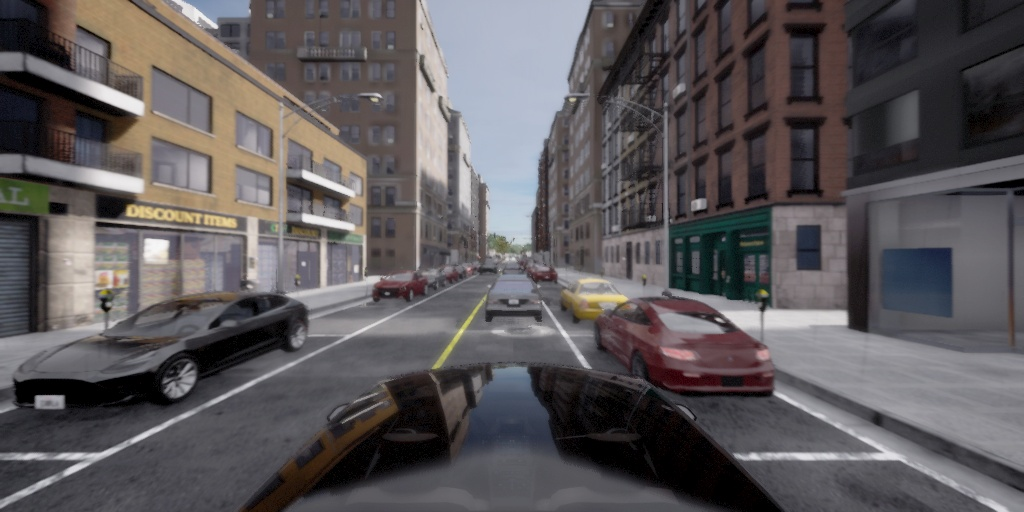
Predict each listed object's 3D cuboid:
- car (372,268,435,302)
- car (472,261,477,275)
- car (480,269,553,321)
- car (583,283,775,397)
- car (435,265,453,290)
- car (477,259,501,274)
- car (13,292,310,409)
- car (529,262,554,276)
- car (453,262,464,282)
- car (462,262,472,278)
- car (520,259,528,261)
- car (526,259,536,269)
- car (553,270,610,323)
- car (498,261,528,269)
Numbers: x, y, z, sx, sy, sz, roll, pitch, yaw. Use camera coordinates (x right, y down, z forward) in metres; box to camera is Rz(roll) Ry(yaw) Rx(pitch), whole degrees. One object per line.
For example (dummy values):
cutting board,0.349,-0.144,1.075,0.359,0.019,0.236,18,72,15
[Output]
car,-5.388,1.397,17.723,1.888,1.381,4.507,0,0,0
car,-5.388,1.433,40.452,1.967,1.591,4.097,0,0,0
car,0.066,1.368,12.739,2.033,1.411,5.357,0,0,0
car,2.637,1.361,6.359,1.802,1.307,4.207,0,0,0
car,-5.388,1.438,23.405,2.007,1.370,4.403,0,0,0
car,-2.833,1.368,44.205,2.097,1.767,4.553,0,0,0
car,-5.388,1.345,6.359,1.948,1.339,4.313,0,0,0
car,2.637,1.467,29.088,1.888,1.381,4.507,0,0,0
car,-5.388,1.468,29.088,1.888,1.381,4.507,0,0,0
car,-5.388,1.524,34.770,1.948,1.339,4.313,0,0,0
car,2.637,1.378,51.817,2.192,1.841,5.009,0,0,0
car,2.637,1.398,34.771,1.967,1.591,4.097,0,0,0
car,2.637,1.341,12.211,1.751,1.417,4.829,0,0,0
car,0.085,1.435,32.518,2.128,1.511,4.902,0,0,0
